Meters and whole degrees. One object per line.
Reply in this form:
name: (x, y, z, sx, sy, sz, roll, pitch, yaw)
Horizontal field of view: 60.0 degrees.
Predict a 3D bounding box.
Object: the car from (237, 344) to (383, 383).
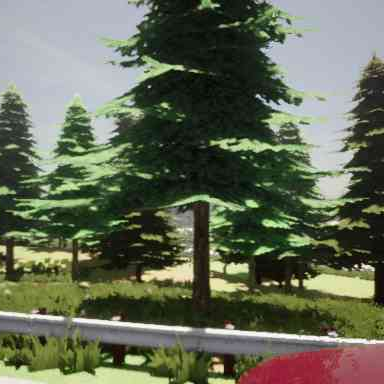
car: (2.575, 1.615, 2.111, 4.674, 1.442, 1.812, 1, -1, 7)
